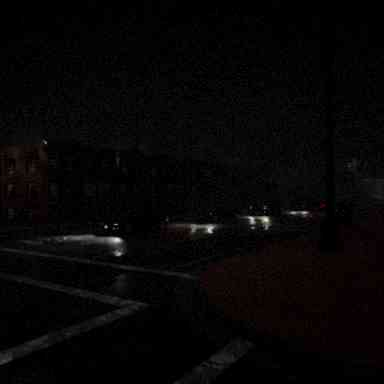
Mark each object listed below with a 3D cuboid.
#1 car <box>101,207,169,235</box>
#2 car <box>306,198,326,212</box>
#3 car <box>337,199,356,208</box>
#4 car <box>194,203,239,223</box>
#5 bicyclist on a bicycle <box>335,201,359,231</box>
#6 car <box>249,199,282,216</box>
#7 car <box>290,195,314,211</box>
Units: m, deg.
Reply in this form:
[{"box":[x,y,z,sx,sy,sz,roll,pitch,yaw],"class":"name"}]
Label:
[{"box":[-3.480,1.765,21.024,1.837,1.490,4.892,-2,-1,37],"class":"car"},{"box":[15.915,1.719,40.664,1.812,1.442,4.674,-2,-1,37],"class":"car"},{"box":[23.729,1.747,51.069,2.033,1.411,5.357,-2,-1,37],"class":"car"},{"box":[2.171,1.742,28.539,1.882,1.535,5.008,-2,-1,37],"class":"car"},{"box":[8.441,1.335,18.613,1.656,1.620,0.582,-2,-1,37],"class":"bicyclist on a bicycle"},{"box":[8.081,1.620,36.390,2.097,1.767,4.553,-2,-1,37],"class":"car"},{"box":[15.441,1.494,46.093,2.150,2.045,5.566,-2,-1,37],"class":"car"}]
